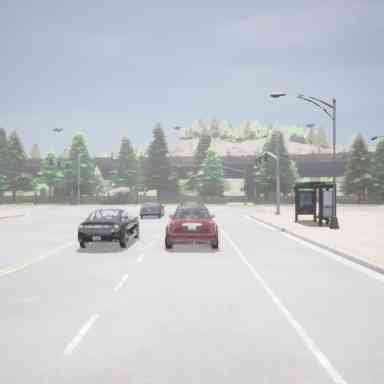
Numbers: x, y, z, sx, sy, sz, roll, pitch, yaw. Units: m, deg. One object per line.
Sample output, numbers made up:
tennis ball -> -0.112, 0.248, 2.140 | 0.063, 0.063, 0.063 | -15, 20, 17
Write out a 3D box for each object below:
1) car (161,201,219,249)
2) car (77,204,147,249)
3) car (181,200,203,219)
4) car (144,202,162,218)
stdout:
car -> 0.000, 1.365, 14.620 | 2.097, 1.767, 4.553 | 0, 0, 0
car -> -3.500, 1.494, 14.650 | 2.128, 1.511, 4.902 | 0, 0, 0
car -> 0.000, 1.530, 29.650 | 1.812, 1.442, 4.674 | 0, 0, 0
car -> -3.500, 1.560, 29.650 | 2.033, 1.411, 5.357 | 0, 0, 0
